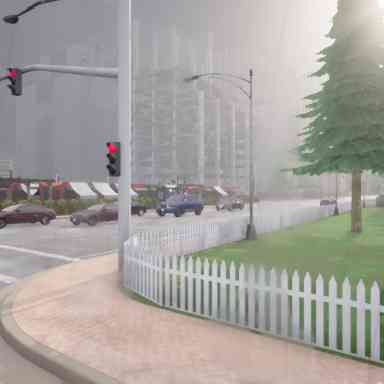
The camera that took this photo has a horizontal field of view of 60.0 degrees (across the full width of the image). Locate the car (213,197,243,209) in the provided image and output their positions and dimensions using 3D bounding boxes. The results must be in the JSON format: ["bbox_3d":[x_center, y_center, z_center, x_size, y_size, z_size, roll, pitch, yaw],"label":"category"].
[{"bbox_3d":[5.132,1.492,46.721,2.128,1.511,4.902,0,0,34],"label":"car"}]

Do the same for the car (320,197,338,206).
[{"bbox_3d":[21.054,1.526,51.286,1.812,1.442,4.674,0,0,34],"label":"car"}]

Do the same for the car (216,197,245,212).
[{"bbox_3d":[4.616,1.491,39.743,2.128,1.511,4.902,0,0,34],"label":"car"}]

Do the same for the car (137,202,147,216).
[{"bbox_3d":[-6.227,1.478,29.942,1.882,1.535,5.008,0,0,34],"label":"car"}]

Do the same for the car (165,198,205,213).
[{"bbox_3d":[-0.683,1.492,38.154,2.128,1.511,4.902,0,0,34],"label":"car"}]

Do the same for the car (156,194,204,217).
[{"bbox_3d":[-1.021,1.221,31.405,2.150,2.045,5.566,0,0,34],"label":"car"}]

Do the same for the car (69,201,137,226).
[{"bbox_3d":[-6.332,1.526,23.486,1.812,1.442,4.674,0,0,34],"label":"car"}]

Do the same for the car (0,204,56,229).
[{"bbox_3d":[-11.448,1.526,22.197,1.812,1.442,4.674,0,0,36],"label":"car"}]
